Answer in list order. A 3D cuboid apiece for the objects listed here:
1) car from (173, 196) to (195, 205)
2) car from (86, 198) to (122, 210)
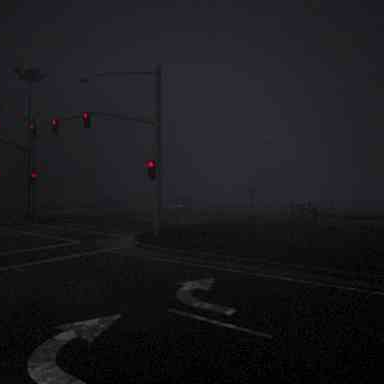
[{"bbox_3d":[-1.297,1.491,56.937,1.837,1.490,4.892,0,0,35],"label":"car"},{"bbox_3d":[-11.280,1.478,42.662,2.128,1.511,4.902,0,0,35],"label":"car"}]
